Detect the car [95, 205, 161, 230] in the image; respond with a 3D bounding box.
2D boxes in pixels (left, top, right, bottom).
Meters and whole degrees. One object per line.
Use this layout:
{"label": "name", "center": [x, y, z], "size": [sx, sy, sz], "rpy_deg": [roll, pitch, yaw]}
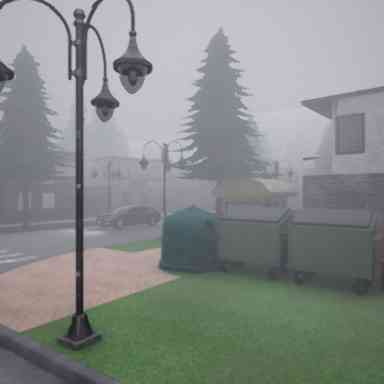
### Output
{"label": "car", "center": [-4.325, 1.669, 23.017], "size": [1.837, 1.490, 4.892], "rpy_deg": [0, 0, 40]}
